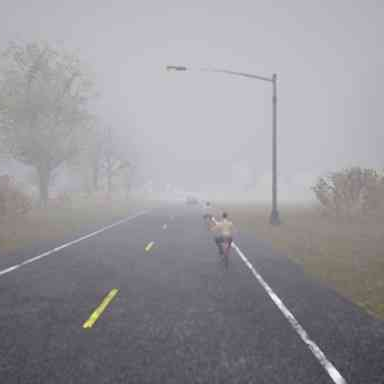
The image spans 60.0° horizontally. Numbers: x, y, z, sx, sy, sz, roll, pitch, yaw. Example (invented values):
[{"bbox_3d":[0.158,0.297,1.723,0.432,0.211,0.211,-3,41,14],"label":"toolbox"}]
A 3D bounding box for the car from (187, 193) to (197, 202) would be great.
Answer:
[{"bbox_3d":[0.006,1.202,73.534,2.097,1.767,4.553,0,0,0],"label":"car"}]

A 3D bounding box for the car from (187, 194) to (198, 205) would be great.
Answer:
[{"bbox_3d":[0.107,1.490,55.167,1.895,1.301,4.718,0,0,0],"label":"car"}]

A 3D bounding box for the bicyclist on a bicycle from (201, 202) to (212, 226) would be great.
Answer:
[{"bbox_3d":[0.946,1.400,19.567,0.866,1.612,1.509,0,0,0],"label":"bicyclist on a bicycle"}]

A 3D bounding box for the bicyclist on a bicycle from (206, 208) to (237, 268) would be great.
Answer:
[{"bbox_3d":[0.984,1.418,10.154,0.866,1.612,1.509,0,0,0],"label":"bicyclist on a bicycle"}]
